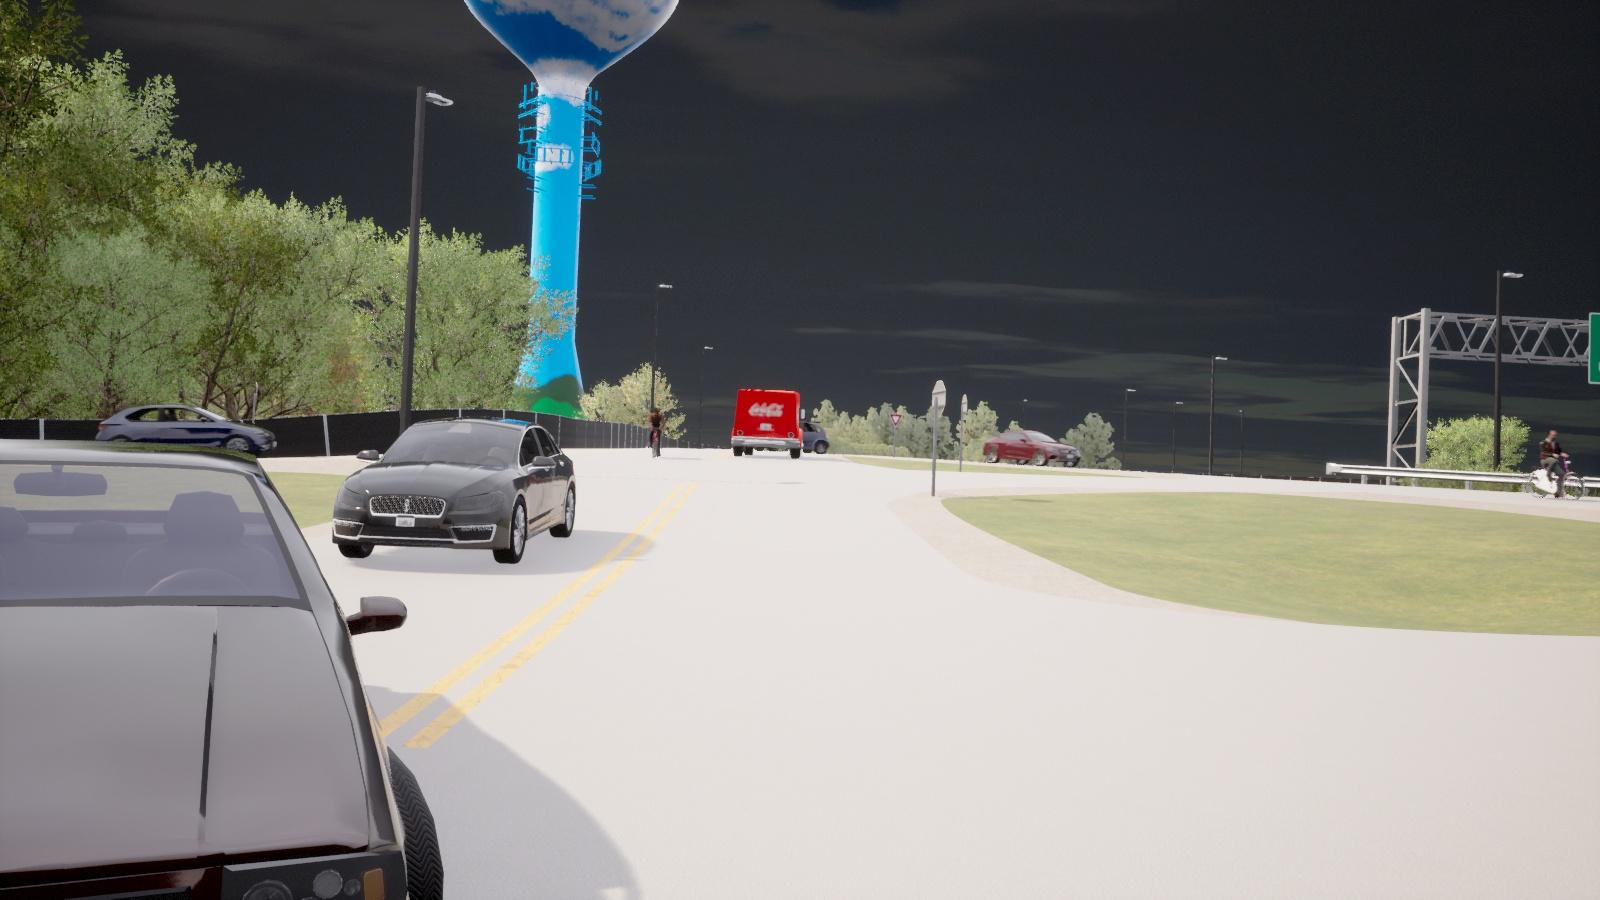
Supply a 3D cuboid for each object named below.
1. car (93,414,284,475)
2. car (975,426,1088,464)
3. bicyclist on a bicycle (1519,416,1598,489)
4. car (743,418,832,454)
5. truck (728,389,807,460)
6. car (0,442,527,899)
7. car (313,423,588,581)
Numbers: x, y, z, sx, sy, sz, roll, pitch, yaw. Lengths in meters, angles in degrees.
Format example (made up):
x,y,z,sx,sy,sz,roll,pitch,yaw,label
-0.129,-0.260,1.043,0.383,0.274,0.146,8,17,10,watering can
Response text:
x,y,z,sx,sy,sz,roll,pitch,yaw,label
-15.944,-0.148,32.976,4.193,1.474,1.816,-1,0,-14,car
9.444,-0.230,51.553,1.812,1.442,4.674,2,0,-32,car
19.025,0.047,31.530,0.659,1.776,1.843,0,1,-8,bicyclist on a bicycle
-0.617,-0.690,62.217,3.988,1.617,1.851,2,0,-29,car
-1.146,-0.958,47.497,2.627,2.467,5.204,1,1,2,truck
-2.552,0.719,4.461,2.033,1.411,5.357,1,1,-24,car
-3.826,0.455,14.714,1.837,1.490,4.892,1,2,0,car
